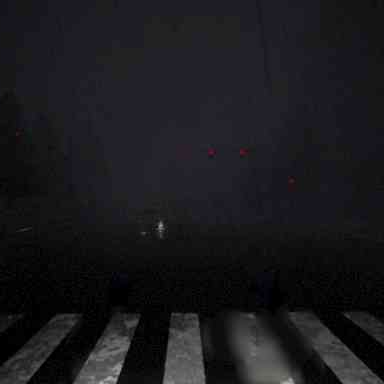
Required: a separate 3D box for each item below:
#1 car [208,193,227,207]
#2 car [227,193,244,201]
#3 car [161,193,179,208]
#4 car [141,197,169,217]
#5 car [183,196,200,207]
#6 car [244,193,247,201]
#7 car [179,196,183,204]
[{"bbox_3d":[3.633,1.229,50.206,2.150,2.045,5.566,0,0,0],"label":"car"},{"bbox_3d":[10.164,1.536,82.062,1.812,1.442,4.674,0,0,44],"label":"car"},{"bbox_3d":[-3.529,1.230,48.569,2.150,2.045,5.566,0,0,1],"label":"car"},{"bbox_3d":[-3.578,1.488,31.334,1.882,1.535,5.008,0,0,0],"label":"car"},{"bbox_3d":[0.136,1.359,50.740,2.097,1.767,4.553,0,0,0],"label":"car"},{"bbox_3d":[14.641,1.237,81.641,5.566,2.045,2.150,0,0,-43],"label":"car"},{"bbox_3d":[-2.189,1.557,66.360,2.033,1.411,5.357,0,0,14],"label":"car"}]
